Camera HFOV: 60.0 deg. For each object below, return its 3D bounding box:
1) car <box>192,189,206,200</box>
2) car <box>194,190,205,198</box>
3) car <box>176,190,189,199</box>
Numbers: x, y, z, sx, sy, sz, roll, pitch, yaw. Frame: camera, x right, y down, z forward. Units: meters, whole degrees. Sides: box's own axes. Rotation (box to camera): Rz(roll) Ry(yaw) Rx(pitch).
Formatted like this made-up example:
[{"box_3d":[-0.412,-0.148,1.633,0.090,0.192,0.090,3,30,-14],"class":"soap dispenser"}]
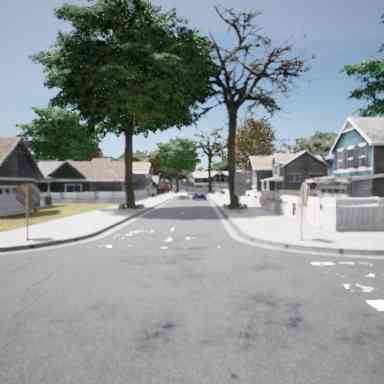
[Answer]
[{"box_3d":[1.140,0.356,51.402,2.097,1.767,4.553,0,1,1],"class":"car"},{"box_3d":[1.364,0.373,61.468,1.994,1.385,4.181,0,1,1],"class":"car"},{"box_3d":[-1.524,0.455,55.282,1.812,1.442,4.674,0,1,1],"class":"car"}]
